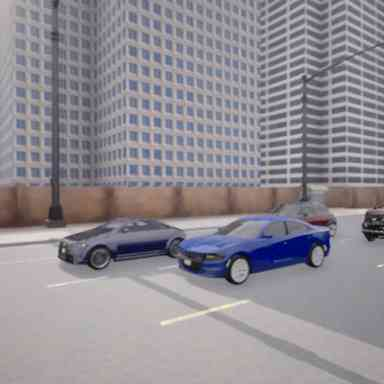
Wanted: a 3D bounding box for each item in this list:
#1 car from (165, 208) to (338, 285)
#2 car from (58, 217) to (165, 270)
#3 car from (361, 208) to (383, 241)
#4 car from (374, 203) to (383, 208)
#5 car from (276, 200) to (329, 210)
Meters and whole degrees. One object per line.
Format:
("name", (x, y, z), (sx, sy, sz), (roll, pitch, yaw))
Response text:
("car", (1.943, 1.442, 9.584), (5.008, 1.535, 1.882), (0, 0, -35))
("car", (-2.155, 1.539, 10.992), (4.181, 1.385, 1.994), (0, 0, -35))
("car", (9.625, 1.523, 14.907), (4.718, 1.301, 1.895), (0, 0, -35))
("car", (13.218, 1.367, 21.625), (5.008, 1.535, 1.882), (0, 0, -34))
("car", (4.871, 1.288, 15.881), (4.553, 1.767, 2.097), (0, 0, -35))
